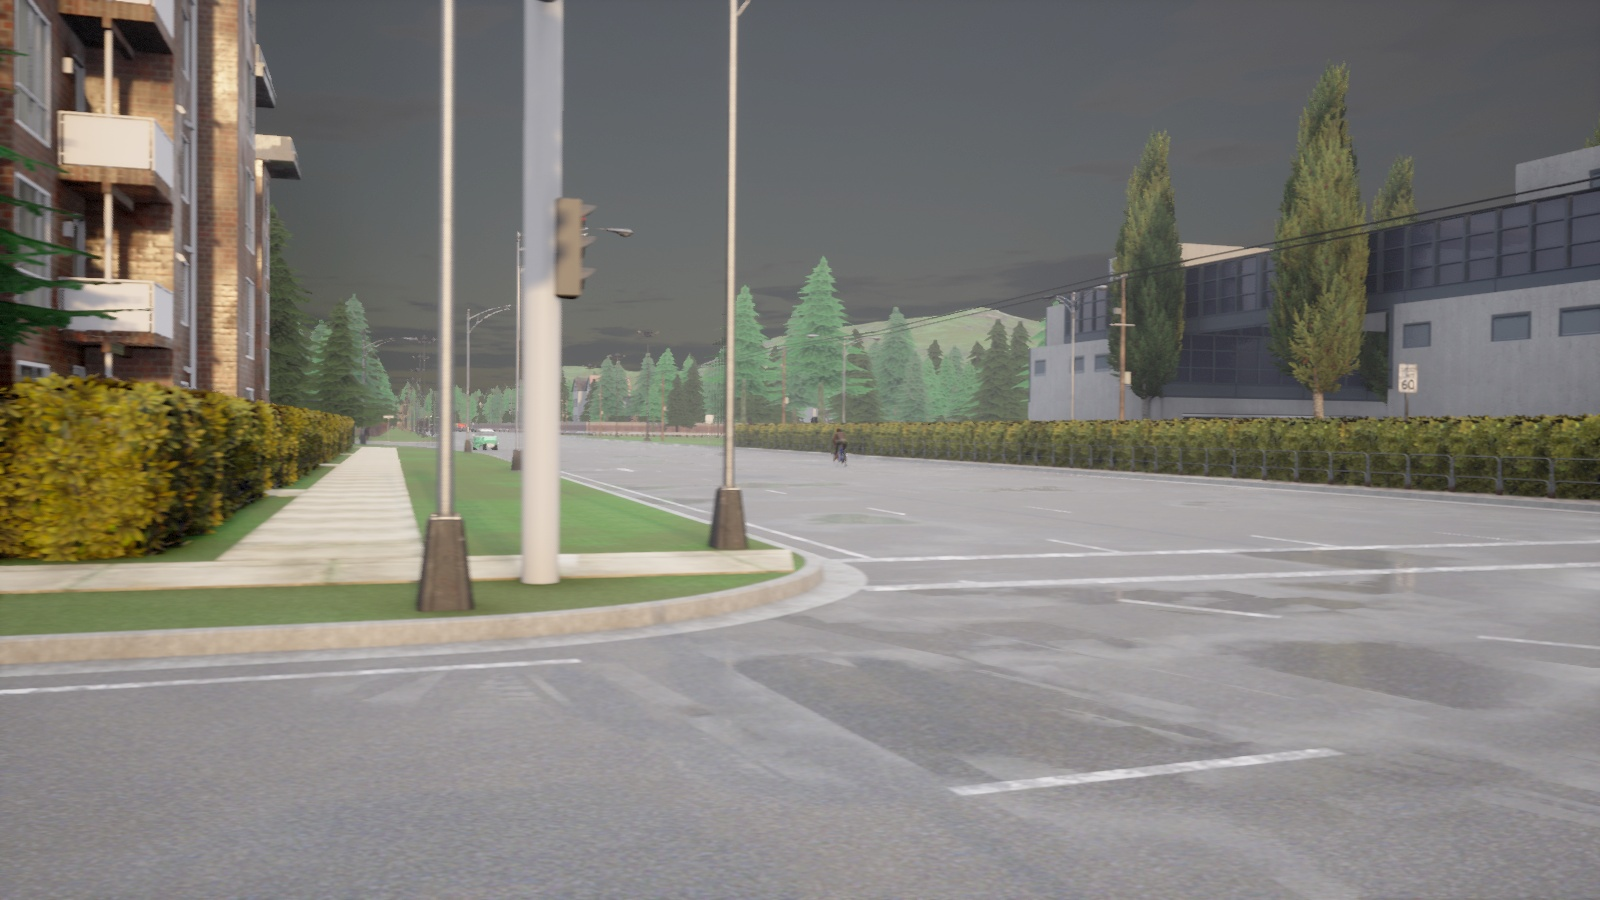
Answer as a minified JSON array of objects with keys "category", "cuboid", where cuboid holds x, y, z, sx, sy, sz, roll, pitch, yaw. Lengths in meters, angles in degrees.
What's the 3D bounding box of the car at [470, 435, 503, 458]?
[{"category":"car","cuboid":[-20.031,-0.233,80.234,1.481,1.376,2.207,-1,1,-29]}]
